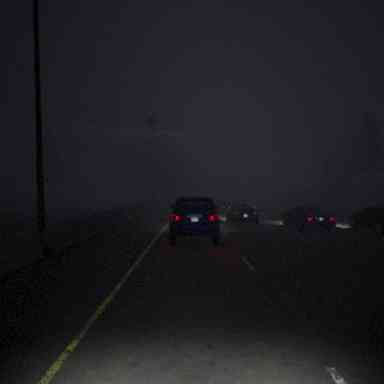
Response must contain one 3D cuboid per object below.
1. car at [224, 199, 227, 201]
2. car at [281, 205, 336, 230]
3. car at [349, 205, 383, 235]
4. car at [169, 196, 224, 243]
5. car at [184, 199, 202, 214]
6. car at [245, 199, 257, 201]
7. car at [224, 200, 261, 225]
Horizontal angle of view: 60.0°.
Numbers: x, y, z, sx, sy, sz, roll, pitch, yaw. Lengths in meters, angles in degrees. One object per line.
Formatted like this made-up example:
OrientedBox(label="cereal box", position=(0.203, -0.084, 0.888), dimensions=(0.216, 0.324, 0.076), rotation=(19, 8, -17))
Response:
OrientedBox(label="car", position=(3.624, 1.520, 40.672), dimensions=(1.812, 1.442, 4.674), rotation=(0, 0, 0))
OrientedBox(label="car", position=(7.114, 1.543, 20.830), dimensions=(2.033, 1.411, 5.357), rotation=(0, 0, 0))
OrientedBox(label="car", position=(10.612, 1.500, 18.628), dimensions=(1.837, 1.490, 4.892), rotation=(0, 0, 0))
OrientedBox(label="car", position=(0.110, 1.216, 16.101), dimensions=(2.150, 2.045, 5.566), rotation=(0, 0, 0))
OrientedBox(label="car", position=(0.122, 1.520, 35.644), dimensions=(1.812, 1.442, 4.674), rotation=(0, 0, 0))
OrientedBox(label="car", position=(7.124, 1.520, 40.329), dimensions=(1.812, 1.442, 4.674), rotation=(0, 0, 0))
OrientedBox(label="car", position=(3.614, 1.559, 24.369), dimensions=(1.994, 1.385, 4.181), rotation=(0, 0, 0))
